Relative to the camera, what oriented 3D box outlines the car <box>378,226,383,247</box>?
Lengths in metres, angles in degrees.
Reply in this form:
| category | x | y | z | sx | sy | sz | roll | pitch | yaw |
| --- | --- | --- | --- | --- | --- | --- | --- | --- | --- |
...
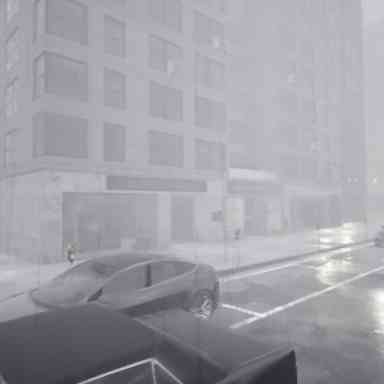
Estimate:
| category | x | y | z | sx | sy | sz | roll | pitch | yaw |
| --- | --- | --- | --- | --- | --- | --- | --- | --- | --- |
| car | 8.090 | 1.788 | 10.854 | 5.008 | 1.535 | 1.882 | 1 | -3 | -43 |

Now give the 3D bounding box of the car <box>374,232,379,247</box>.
| category | x | y | z | sx | sy | sz | roll | pitch | yaw |
| --- | --- | --- | --- | --- | --- | --- | --- | --- | --- |
| car | 10.822 | 2.084 | 17.024 | 4.206 | 1.307 | 1.802 | 1 | -3 | -43 |

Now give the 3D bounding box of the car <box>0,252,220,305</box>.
| category | x | y | z | sx | sy | sz | roll | pitch | yaw |
| --- | --- | --- | --- | --- | --- | --- | --- | --- | --- |
| car | -1.327 | 1.797 | 5.752 | 4.313 | 1.339 | 1.947 | 1 | -3 | -43 |

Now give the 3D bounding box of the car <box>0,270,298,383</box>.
| category | x | y | z | sx | sy | sz | roll | pitch | yaw |
| --- | --- | --- | --- | --- | --- | --- | --- | --- | --- |
| car | -1.266 | 1.708 | 2.318 | 4.718 | 1.301 | 1.895 | 1 | -3 | -43 |
